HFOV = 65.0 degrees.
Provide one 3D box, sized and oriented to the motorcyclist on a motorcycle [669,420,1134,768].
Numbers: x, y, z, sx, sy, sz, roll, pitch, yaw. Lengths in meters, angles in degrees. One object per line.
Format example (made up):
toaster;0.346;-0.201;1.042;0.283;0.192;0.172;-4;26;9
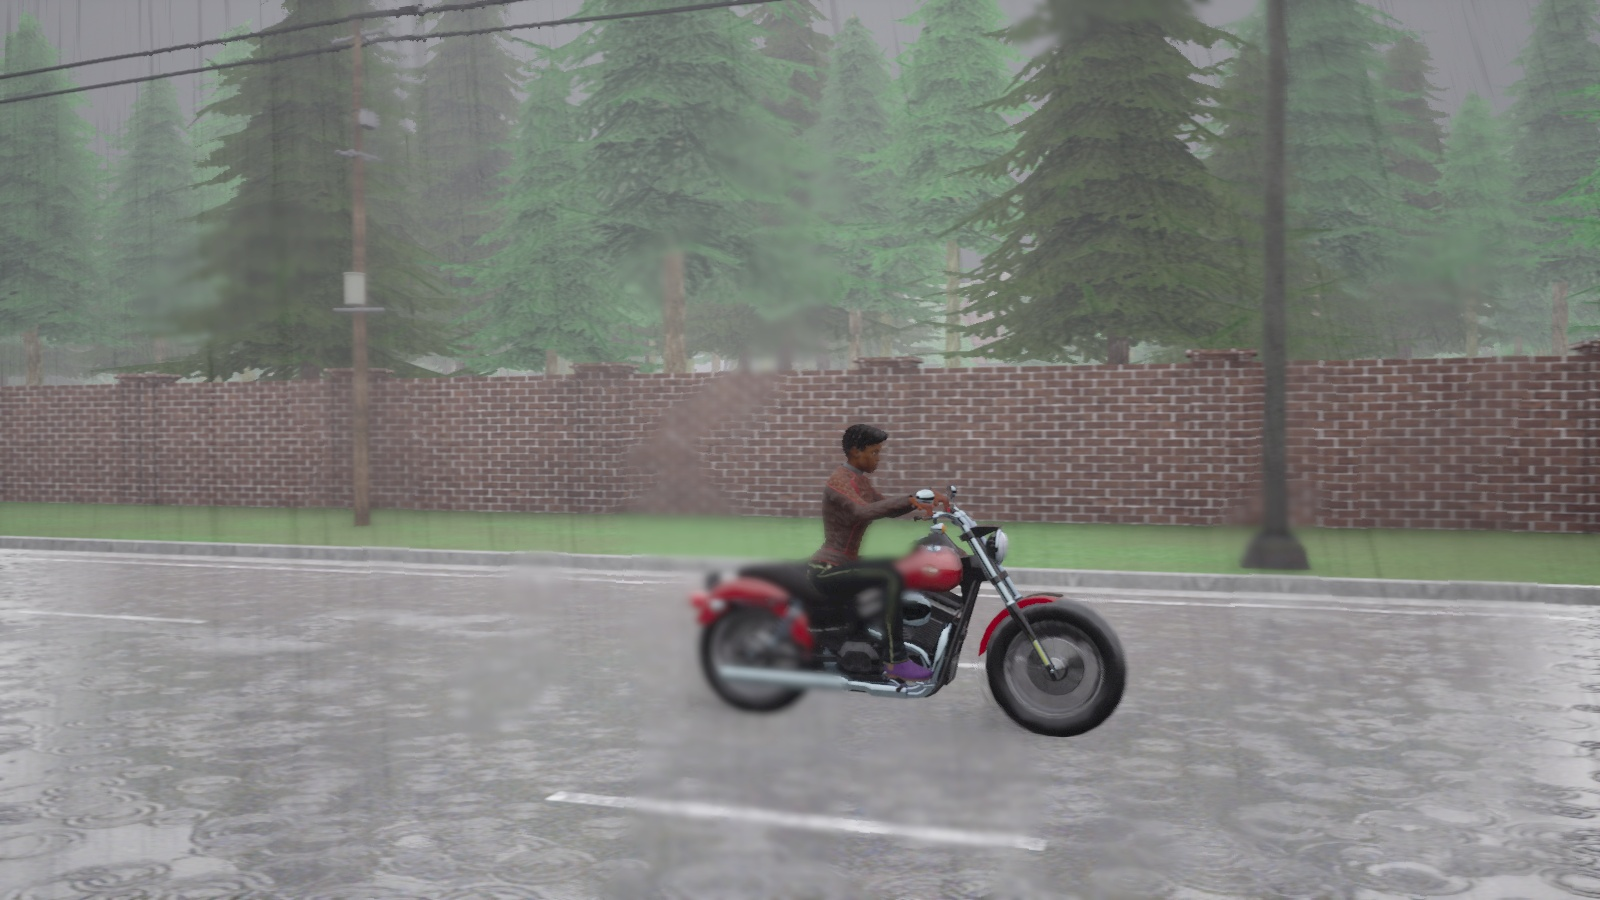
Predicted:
motorcyclist on a motorcycle;0.537;0.672;6.704;2.350;1.649;0.766;1;1;19
